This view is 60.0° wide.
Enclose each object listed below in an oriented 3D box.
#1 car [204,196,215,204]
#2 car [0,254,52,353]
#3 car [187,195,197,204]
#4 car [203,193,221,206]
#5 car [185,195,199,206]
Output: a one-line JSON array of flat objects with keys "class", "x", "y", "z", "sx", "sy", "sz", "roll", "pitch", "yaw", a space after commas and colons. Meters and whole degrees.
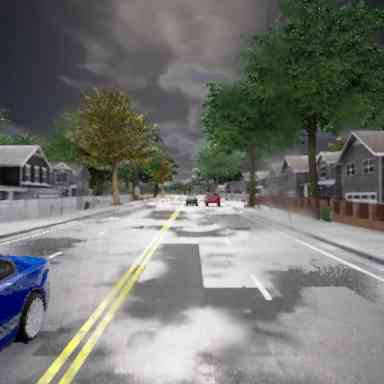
[{"class": "car", "x": 3.242, "y": 1.413, "z": 62.463, "sx": 1.812, "sy": 1.442, "sz": 4.674, "roll": 0, "pitch": 0, "yaw": 0}, {"class": "car", "x": -3.317, "y": 1.477, "z": 3.597, "sx": 1.882, "sy": 1.535, "sz": 5.008, "roll": 0, "pitch": 0, "yaw": 0}, {"class": "car", "x": -0.008, "y": 1.364, "z": 62.462, "sx": 1.882, "sy": 1.535, "sz": 5.008, "roll": 0, "pitch": 0, "yaw": 0}, {"class": "car", "x": 3.243, "y": 1.129, "z": 51.753, "sx": 2.150, "sy": 2.045, "sz": 5.566, "roll": 0, "pitch": 0, "yaw": 0}, {"class": "car", "x": -0.007, "y": 1.384, "z": 52.077, "sx": 1.882, "sy": 1.535, "sz": 5.008, "roll": 0, "pitch": 0, "yaw": 0}]
